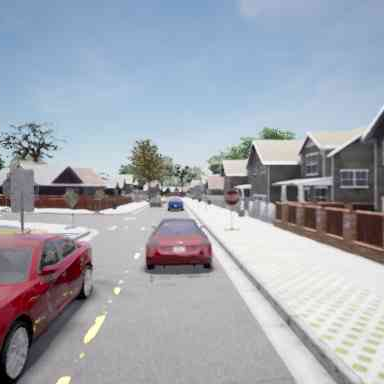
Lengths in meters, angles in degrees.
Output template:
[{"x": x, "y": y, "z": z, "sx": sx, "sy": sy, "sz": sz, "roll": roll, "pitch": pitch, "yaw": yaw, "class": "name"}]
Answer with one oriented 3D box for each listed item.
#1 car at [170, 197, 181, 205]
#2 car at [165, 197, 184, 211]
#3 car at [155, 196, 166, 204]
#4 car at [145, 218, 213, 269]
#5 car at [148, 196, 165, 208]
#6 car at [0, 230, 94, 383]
[{"x": -3.094, "y": 1.621, "z": 62.373, "sx": 1.895, "sy": 1.301, "sz": 4.718, "roll": 0, "pitch": 0, "yaw": -3, "class": "car"}, {"x": -2.010, "y": 1.465, "z": 41.235, "sx": 1.882, "sy": 1.535, "sz": 5.008, "roll": 0, "pitch": 0, "yaw": -3, "class": "car"}, {"x": -6.103, "y": 1.520, "z": 65.094, "sx": 1.882, "sy": 1.535, "sz": 5.008, "roll": 0, "pitch": 0, "yaw": -3, "class": "car"}, {"x": -0.451, "y": 1.554, "z": 11.172, "sx": 1.994, "sy": 1.385, "sz": 4.181, "roll": 0, "pitch": 0, "yaw": -3, "class": "car"}, {"x": -5.366, "y": 1.517, "z": 49.807, "sx": 1.837, "sy": 1.490, "sz": 4.892, "roll": 0, "pitch": 1, "yaw": -3, "class": "car"}, {"x": -3.059, "y": 1.488, "z": 5.534, "sx": 1.882, "sy": 1.535, "sz": 5.008, "roll": 0, "pitch": 0, "yaw": -3, "class": "car"}]
